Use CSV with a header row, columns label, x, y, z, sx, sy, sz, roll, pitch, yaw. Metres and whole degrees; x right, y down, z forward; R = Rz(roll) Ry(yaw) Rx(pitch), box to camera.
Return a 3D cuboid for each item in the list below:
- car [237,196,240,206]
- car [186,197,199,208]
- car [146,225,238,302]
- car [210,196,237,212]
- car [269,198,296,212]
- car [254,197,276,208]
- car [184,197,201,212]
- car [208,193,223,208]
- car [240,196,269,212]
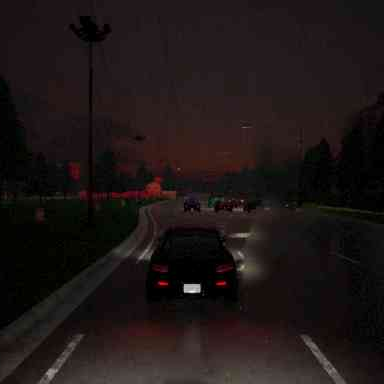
label,x,y,z,sx,sy,sz,roll,pitch,yaw
car,7.023,1.352,48.319,2.097,1.767,4.553,0,0,0
car,0.024,1.526,48.394,1.812,1.442,4.674,0,0,0
car,0.004,1.526,8.141,1.812,1.442,4.674,0,0,0
car,3.518,1.492,37.933,2.128,1.511,4.902,0,0,0
car,10.519,1.564,38.346,1.994,1.385,4.181,0,0,0
car,10.524,1.547,48.347,2.033,1.411,5.357,0,0,0
car,0.019,1.601,38.382,1.895,1.301,4.718,0,0,0
car,3.524,1.221,48.380,2.150,2.045,5.566,0,0,0
car,7.018,1.505,37.932,1.837,1.490,4.892,0,0,0
